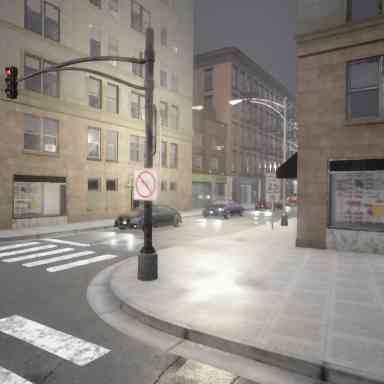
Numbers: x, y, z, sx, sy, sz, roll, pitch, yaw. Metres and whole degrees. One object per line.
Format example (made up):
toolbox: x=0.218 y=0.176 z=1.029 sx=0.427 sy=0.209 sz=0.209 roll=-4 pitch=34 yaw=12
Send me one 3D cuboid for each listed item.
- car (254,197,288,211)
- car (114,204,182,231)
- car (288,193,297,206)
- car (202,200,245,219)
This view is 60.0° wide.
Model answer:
car: x=8.035 y=1.190 z=34.456 sx=1.994 sy=1.385 sz=4.181 roll=1 pitch=1 yaw=34
car: x=-2.382 y=1.388 z=18.865 sx=1.994 sy=1.385 sz=4.181 roll=1 pitch=1 yaw=34
car: x=13.760 y=0.869 z=42.964 sx=2.097 sy=1.767 sz=4.553 roll=1 pitch=1 yaw=34
car: x=2.534 y=1.296 z=26.231 sx=1.994 sy=1.385 sz=4.181 roll=1 pitch=1 yaw=34
